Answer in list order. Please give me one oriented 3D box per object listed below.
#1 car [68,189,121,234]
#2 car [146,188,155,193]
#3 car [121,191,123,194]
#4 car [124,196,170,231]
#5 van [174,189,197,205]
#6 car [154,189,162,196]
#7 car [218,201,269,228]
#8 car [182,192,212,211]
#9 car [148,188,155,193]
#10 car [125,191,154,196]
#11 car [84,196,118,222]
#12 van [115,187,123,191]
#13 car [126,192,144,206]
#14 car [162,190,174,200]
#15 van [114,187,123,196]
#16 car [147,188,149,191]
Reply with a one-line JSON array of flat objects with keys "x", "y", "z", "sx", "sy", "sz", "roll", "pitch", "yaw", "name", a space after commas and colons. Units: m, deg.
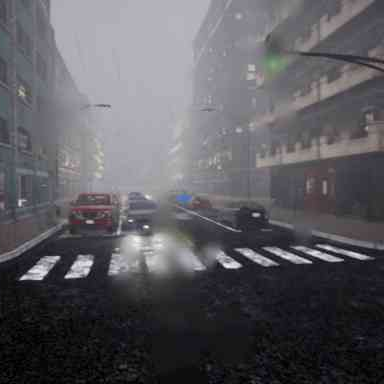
[{"x": -4.949, "y": 0.941, "z": 16.971, "sx": 2.192, "sy": 1.841, "sz": 5.009, "roll": 0, "pitch": 1, "yaw": -11, "name": "car"}, {"x": -11.220, "y": -0.347, "z": 89.294, "sx": 2.008, "sy": 1.369, "sz": 4.403, "roll": 0, "pitch": 1, "yaw": -11, "name": "car"}, {"x": -8.180, "y": 0.837, "z": 33.312, "sx": 1.887, "sy": 1.381, "sz": 4.507, "roll": 0, "pitch": 1, "yaw": -11, "name": "car"}, {"x": -2.594, "y": 1.150, "z": 17.767, "sx": 2.033, "sy": 1.411, "sz": 5.357, "roll": 0, "pitch": 1, "yaw": -11, "name": "car"}, {"x": -0.449, "y": 0.577, "z": 34.836, "sx": 1.690, "sy": 1.788, "sz": 3.998, "roll": 0, "pitch": 1, "yaw": -11, "name": "van"}, {"x": -4.758, "y": 0.337, "z": 56.622, "sx": 2.008, "sy": 1.369, "sz": 4.403, "roll": 0, "pitch": 1, "yaw": -11, "name": "car"}, {"x": 2.782, "y": 1.136, "z": 18.504, "sx": 1.947, "sy": 1.339, "sz": 4.313, "roll": 0, "pitch": 1, "yaw": -11, "name": "car"}, {"x": 0.628, "y": 0.929, "z": 29.395, "sx": 1.802, "sy": 1.307, "sz": 4.206, "roll": 0, "pitch": 1, "yaw": -11, "name": "car"}, {"x": -7.989, "y": -0.010, "z": 72.958, "sx": 1.887, "sy": 1.381, "sz": 4.507, "roll": 0, "pitch": 1, "yaw": -11, "name": "car"}, {"x": -4.551, "y": 0.947, "z": 27.676, "sx": 2.033, "sy": 1.411, "sz": 5.357, "roll": 0, "pitch": 1, "yaw": -11, "name": "car"}, {"x": -6.026, "y": 1.060, "z": 22.421, "sx": 1.887, "sy": 1.381, "sz": 4.507, "roll": 0, "pitch": 1, "yaw": -11, "name": "car"}, {"x": -9.257, "y": 0.521, "z": 38.753, "sx": 1.690, "sy": 1.788, "sz": 3.998, "roll": 0, "pitch": 1, "yaw": -11, "name": "van"}, {"x": -6.533, "y": 0.719, "z": 37.742, "sx": 1.812, "sy": 1.442, "sz": 4.674, "roll": 0, "pitch": 1, "yaw": -11, "name": "car"}, {"x": -2.603, "y": 0.452, "z": 45.728, "sx": 1.967, "sy": 1.590, "sz": 4.097, "roll": 0, "pitch": 1, "yaw": -11, "name": "car"}, {"x": -15.719, "y": -0.157, "z": 71.425, "sx": 1.690, "sy": 1.788, "sz": 3.998, "roll": 0, "pitch": 1, "yaw": -11, "name": "van"}, {"x": -9.066, "y": -0.124, "z": 78.403, "sx": 1.887, "sy": 1.381, "sz": 4.507, "roll": 0, "pitch": 1, "yaw": -11, "name": "car"}]
